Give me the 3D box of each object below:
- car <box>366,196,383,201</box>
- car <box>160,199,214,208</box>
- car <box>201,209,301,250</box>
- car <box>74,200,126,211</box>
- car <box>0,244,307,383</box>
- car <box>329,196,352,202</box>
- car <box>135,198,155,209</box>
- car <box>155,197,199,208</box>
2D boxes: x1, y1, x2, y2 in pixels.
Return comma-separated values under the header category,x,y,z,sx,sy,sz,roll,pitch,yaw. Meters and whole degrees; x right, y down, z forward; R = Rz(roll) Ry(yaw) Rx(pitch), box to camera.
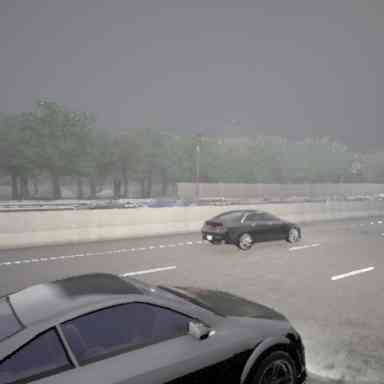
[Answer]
category,x,y,z,sx,sy,sz,roll,pitch,yaw
car,30.947,1.409,55.668,4.892,1.490,1.837,-1,1,-34
car,0.237,1.519,25.629,4.674,1.442,1.812,0,0,-35
car,2.652,1.500,14.222,4.892,1.490,1.837,0,0,-35
car,-8.815,1.489,32.080,4.902,1.511,2.128,0,0,-35
car,-0.774,1.564,3.314,4.181,1.385,1.994,0,0,-36
car,24.890,1.448,55.726,4.892,1.490,1.837,-1,0,-34
car,-3.182,1.346,31.784,4.553,1.767,2.097,0,0,-35
car,-0.566,1.345,29.348,4.553,1.767,2.097,0,0,-35
